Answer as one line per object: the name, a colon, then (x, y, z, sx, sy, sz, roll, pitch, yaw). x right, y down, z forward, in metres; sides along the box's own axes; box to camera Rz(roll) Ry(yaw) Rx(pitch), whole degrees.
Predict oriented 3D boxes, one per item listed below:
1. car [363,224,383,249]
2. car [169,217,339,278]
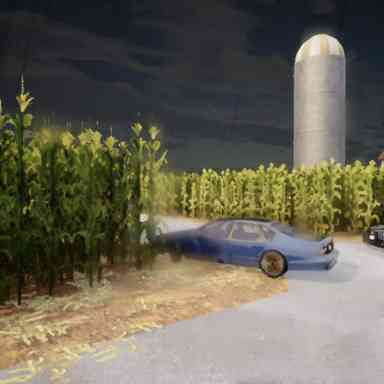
car: (8.639, 1.535, 12.149, 4.181, 1.385, 1.994, 1, 0, 3)
car: (1.336, 1.438, 9.717, 5.357, 1.411, 2.033, 0, 0, 31)
